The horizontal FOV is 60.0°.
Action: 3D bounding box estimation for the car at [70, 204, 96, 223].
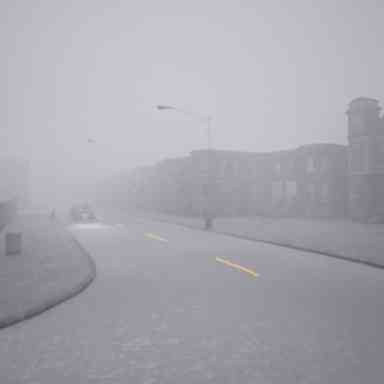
[{"bbox_3d":[-9.886,1.861,29.935,2.128,1.511,4.902,0,-1,-25],"label":"car"}]
